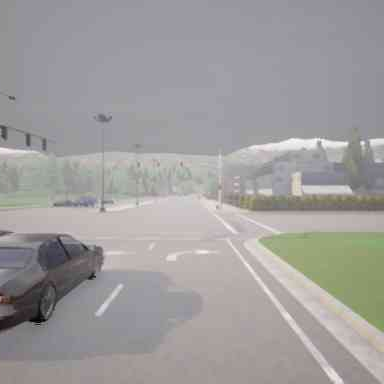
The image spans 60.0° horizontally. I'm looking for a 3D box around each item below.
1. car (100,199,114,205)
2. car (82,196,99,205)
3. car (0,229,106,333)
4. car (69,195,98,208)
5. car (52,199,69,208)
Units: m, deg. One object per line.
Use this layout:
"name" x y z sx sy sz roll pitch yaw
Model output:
"car" -18.469 2.076 72.347 1.895 1.301 4.718 0 0 0
"car" -21.971 1.834 72.125 2.097 1.767 4.553 0 0 0
"car" -3.415 1.596 7.190 2.033 1.411 5.357 0 0 0
"car" -18.530 1.599 57.092 2.150 2.045 5.566 0 0 1
"car" -22.019 1.926 57.000 2.033 1.411 5.357 0 0 1
